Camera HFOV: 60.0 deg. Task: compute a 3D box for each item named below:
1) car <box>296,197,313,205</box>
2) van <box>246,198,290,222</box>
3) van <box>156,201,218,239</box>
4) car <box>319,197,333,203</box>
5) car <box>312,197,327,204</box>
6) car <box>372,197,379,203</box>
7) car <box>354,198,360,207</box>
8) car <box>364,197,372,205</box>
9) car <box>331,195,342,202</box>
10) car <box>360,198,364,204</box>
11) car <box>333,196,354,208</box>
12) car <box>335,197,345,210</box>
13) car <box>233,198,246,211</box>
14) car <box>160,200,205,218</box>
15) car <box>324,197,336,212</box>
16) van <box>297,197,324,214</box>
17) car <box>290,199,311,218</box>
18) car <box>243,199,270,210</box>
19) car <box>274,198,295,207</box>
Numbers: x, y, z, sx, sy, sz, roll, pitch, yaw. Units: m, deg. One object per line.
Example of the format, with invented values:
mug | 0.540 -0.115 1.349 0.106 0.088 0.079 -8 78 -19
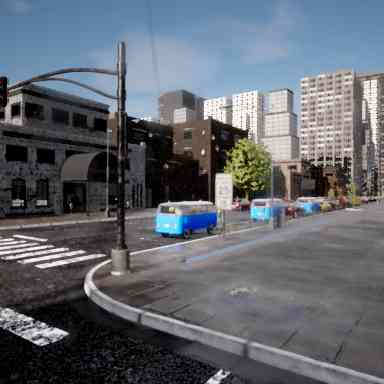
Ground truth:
car | 21.458 1.706 63.211 1.887 1.381 4.507 0 0 35
van | 6.165 1.436 26.718 1.690 1.788 3.998 0 0 35
van | -0.163 1.407 17.668 1.690 1.788 3.998 0 0 35
car | 30.950 1.792 76.786 1.947 1.339 4.313 0 0 35
car | 27.688 1.729 72.122 1.752 1.417 4.829 0 0 35
car | 44.137 1.900 81.020 1.947 1.339 4.313 0 0 35
car | 25.152 1.517 53.870 2.192 1.841 5.009 0 0 35
car | 34.644 1.810 67.444 1.887 1.381 4.507 0 0 35
car | 37.279 1.713 85.836 1.967 1.590 4.097 0 0 35
car | 28.413 1.748 58.534 1.752 1.417 4.829 0 0 35
car | 21.988 1.497 49.345 2.192 1.841 5.009 0 0 35
car | 18.822 1.729 44.818 1.947 1.339 4.313 0 0 35
car | 5.637 1.507 40.587 1.967 1.590 4.097 0 0 35
car | -0.790 1.558 31.396 1.752 1.417 4.829 0 0 35
car | 15.755 1.671 40.433 1.752 1.417 4.829 0 0 35
van | 12.494 1.469 35.768 1.690 1.788 3.998 0 0 35
car | 9.328 1.655 31.243 1.887 1.381 4.507 0 0 35
car | 8.800 1.629 45.111 1.887 1.381 4.507 0 0 35
car | 15.129 1.666 54.161 1.887 1.381 4.507 0 0 35
